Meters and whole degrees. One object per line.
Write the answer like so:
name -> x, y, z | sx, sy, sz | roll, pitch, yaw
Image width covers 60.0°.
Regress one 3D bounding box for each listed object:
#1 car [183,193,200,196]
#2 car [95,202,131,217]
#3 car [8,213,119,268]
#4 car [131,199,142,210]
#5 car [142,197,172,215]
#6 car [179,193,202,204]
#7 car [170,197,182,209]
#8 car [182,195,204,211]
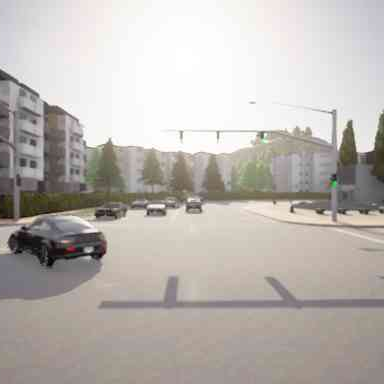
car -> 0.420, 1.438, 57.148 | 1.882, 1.535, 5.008 | 0, 0, 24
car -> -6.914, 1.587, 28.860 | 1.895, 1.301, 4.718 | 0, 0, 1
car -> -4.645, 1.522, 11.395 | 1.812, 1.442, 4.674 | 0, 0, -45
car -> -6.599, 1.541, 42.792 | 1.994, 1.385, 4.181 | 0, 0, 5
car -> -3.450, 1.528, 33.402 | 2.033, 1.411, 5.357 | 0, 0, -1
car -> -0.214, 1.178, 63.840 | 2.150, 2.045, 5.566 | 0, 0, 28
car -> -2.941, 1.478, 44.729 | 1.837, 1.490, 4.892 | 0, 0, 8
car -> 0.309, 1.463, 40.282 | 2.128, 1.511, 4.902 | 0, 0, 3
